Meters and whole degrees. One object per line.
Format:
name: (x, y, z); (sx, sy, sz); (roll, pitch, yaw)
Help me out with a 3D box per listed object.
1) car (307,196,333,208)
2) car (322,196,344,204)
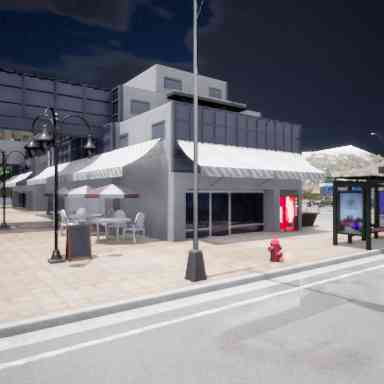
car: (19.105, 1.387, 48.759); (5.027, 1.636, 2.152); (0, 0, -36)
car: (28.390, 1.549, 66.871); (4.514, 1.523, 2.007); (0, 0, -36)
